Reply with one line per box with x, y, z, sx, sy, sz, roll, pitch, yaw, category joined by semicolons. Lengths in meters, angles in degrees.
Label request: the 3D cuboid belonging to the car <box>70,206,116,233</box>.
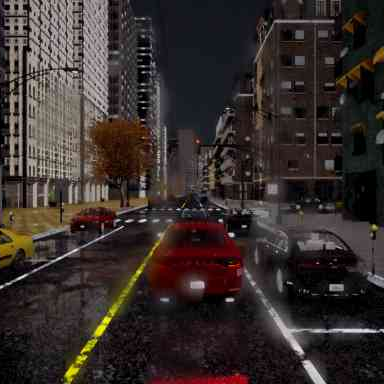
-5.667;1.549;19.466;1.887;1.381;4.507;0;0;0;car

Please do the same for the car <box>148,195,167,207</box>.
-5.627;1.349;51.854;2.192;1.841;5.009;0;0;0;car

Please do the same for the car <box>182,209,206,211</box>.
0.110;1.605;18.385;1.895;1.301;4.718;0;0;0;car

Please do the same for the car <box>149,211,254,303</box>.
0.102;1.478;8.294;1.882;1.535;5.008;0;0;0;car

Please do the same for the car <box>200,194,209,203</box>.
2.782;1.630;73.934;1.947;1.339;4.313;0;0;0;car

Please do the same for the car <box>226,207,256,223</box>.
2.713;1.555;19.455;2.008;1.369;4.403;0;0;0;car

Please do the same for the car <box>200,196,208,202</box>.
2.789;1.599;79.627;1.752;1.417;4.829;0;0;0;car

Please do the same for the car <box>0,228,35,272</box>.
-5.681;1.526;8.230;1.752;1.417;4.829;0;0;0;car

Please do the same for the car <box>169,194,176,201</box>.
-5.585;1.650;84.992;1.947;1.339;4.313;0;0;0;car

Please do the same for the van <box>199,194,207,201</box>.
2.796;1.425;84.981;1.690;1.788;3.998;0;0;0;van

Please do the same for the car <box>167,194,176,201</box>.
-5.578;1.410;90.514;2.192;1.841;5.009;0;0;0;car

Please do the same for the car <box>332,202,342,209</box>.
18.871;1.259;38.895;4.829;1.417;1.752;-1;1;0;car

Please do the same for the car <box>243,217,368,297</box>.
2.700;1.552;8.389;2.008;1.369;4.403;0;0;0;car

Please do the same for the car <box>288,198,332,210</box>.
13.475;1.359;38.848;4.403;1.369;2.008;-1;1;0;car

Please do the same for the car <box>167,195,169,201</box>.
-5.619;1.607;57.377;1.947;1.339;4.313;0;0;0;car
